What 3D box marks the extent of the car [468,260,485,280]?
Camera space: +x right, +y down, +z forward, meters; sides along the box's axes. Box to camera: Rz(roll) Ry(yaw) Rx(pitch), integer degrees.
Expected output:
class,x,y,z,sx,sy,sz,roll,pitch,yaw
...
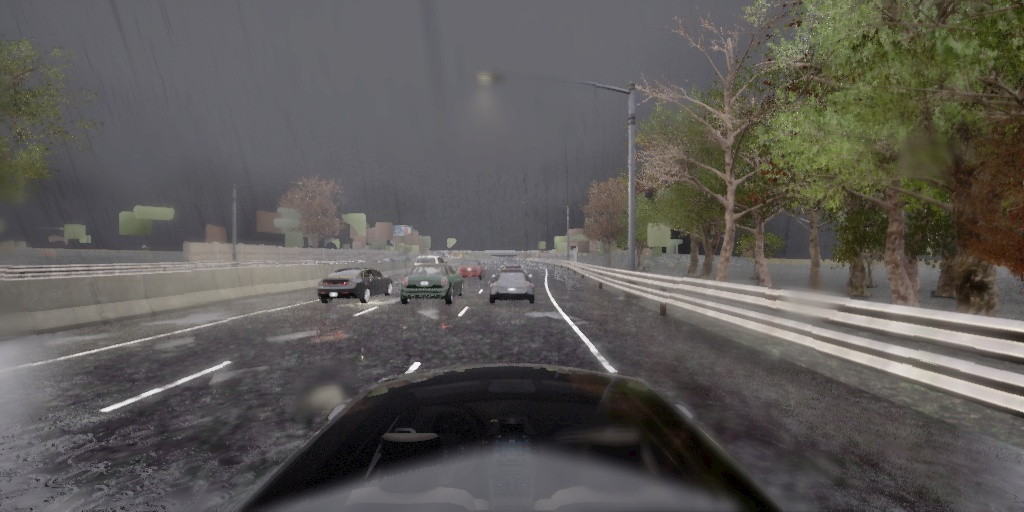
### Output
class,x,y,z,sx,sy,sz,roll,pitch,yaw
car,-3.500,1.125,31.471,2.097,1.767,4.553,0,0,0

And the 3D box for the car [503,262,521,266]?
class,x,y,z,sx,sy,sz,roll,pitch,yaw
car,0.000,1.254,31.501,2.128,1.511,4.902,0,0,0

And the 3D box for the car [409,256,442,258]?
class,x,y,z,sx,sy,sz,roll,pitch,yaw
car,-7.000,1.017,31.532,2.150,2.045,5.566,0,0,0

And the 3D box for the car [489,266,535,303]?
class,x,y,z,sx,sy,sz,roll,pitch,yaw
car,0.000,1.322,16.501,1.994,1.385,4.181,0,0,0

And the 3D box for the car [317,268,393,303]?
class,x,y,z,sx,sy,sz,roll,pitch,yaw
car,-7.000,1.266,16.501,1.837,1.490,4.892,0,0,0

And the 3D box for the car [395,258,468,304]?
class,x,y,z,sx,sy,sz,roll,pitch,yaw
car,-3.500,1.116,16.471,2.097,1.767,4.553,0,0,0
